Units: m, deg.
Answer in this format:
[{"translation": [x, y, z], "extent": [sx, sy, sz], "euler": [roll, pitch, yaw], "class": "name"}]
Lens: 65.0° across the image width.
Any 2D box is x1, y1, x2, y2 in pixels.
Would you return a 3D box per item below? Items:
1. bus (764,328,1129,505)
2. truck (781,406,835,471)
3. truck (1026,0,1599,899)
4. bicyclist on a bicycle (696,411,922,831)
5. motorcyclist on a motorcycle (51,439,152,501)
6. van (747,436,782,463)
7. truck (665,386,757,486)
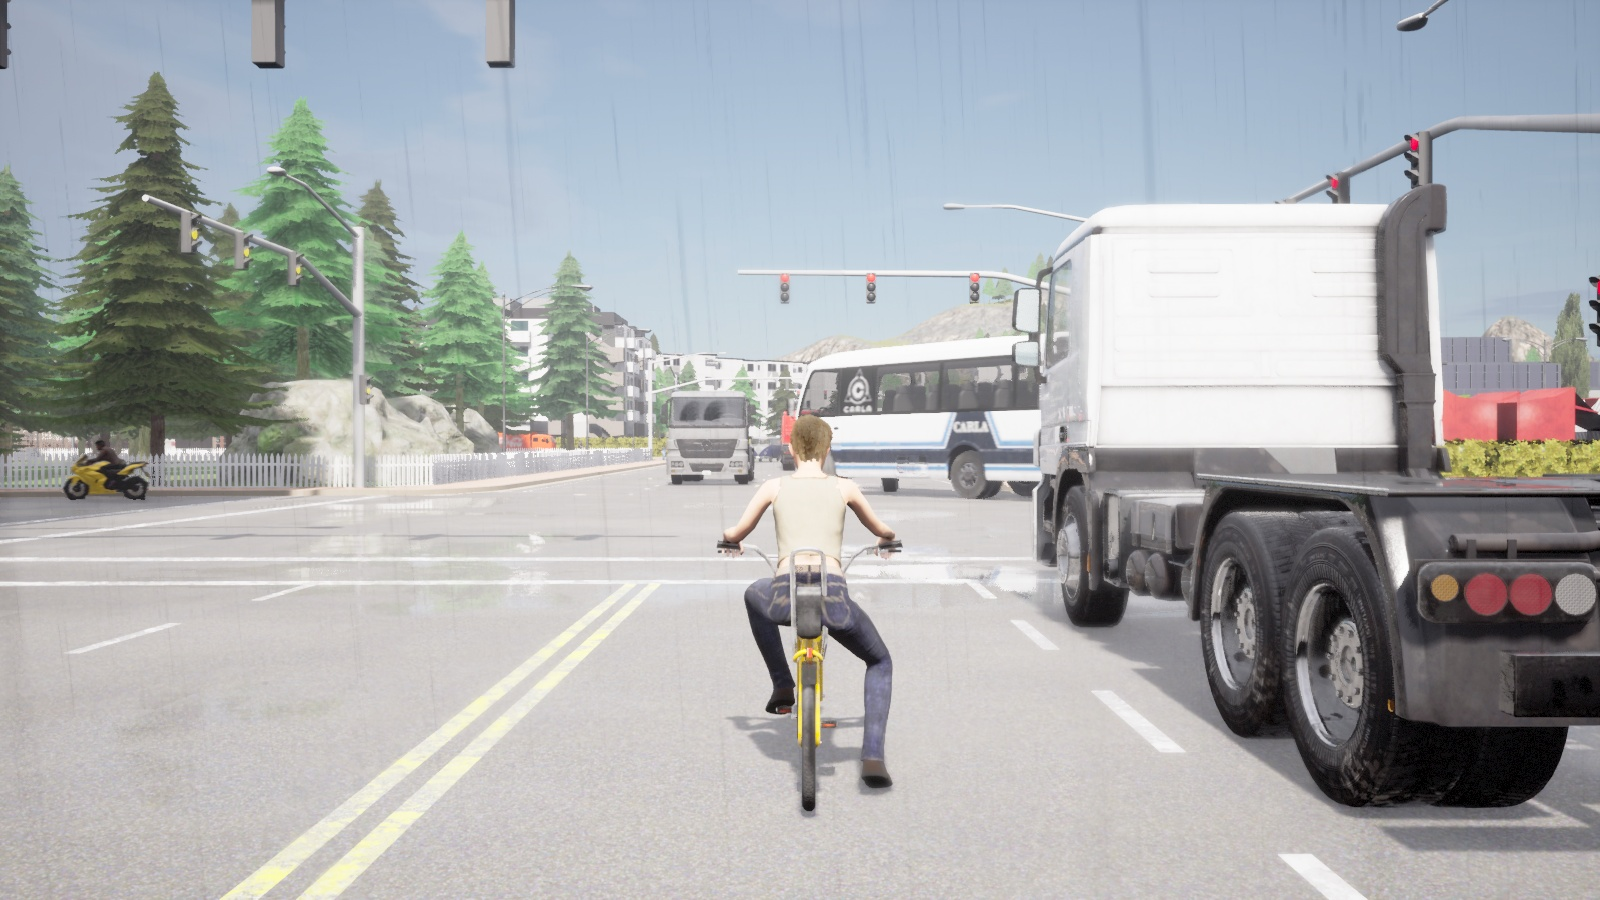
[{"translation": [3.744, -0.839, 35.452], "extent": [3.944, 4.253, 10.273], "euler": [-2, 1, -40], "class": "bus"}, {"translation": [0.372, -0.636, 71.005], "extent": [2.891, 3.462, 7.936], "euler": [0, 0, -1], "class": "truck"}, {"translation": [3.559, -0.277, 7.884], "extent": [2.891, 3.462, 7.936], "euler": [0, 0, 0], "class": "truck"}, {"translation": [0.042, 0.652, 5.576], "extent": [0.866, 1.612, 1.509], "euler": [0, 0, 1], "class": "bicyclist on a bicycle"}, {"translation": [-17.376, 0.483, 31.293], "extent": [2.044, 1.523, 0.797], "euler": [0, 1, -6], "class": "motorcyclist on a motorcycle"}, {"translation": [-2.728, -0.049, 96.815], "extent": [1.775, 1.987, 4.442], "euler": [0, 0, 11], "class": "van"}, {"translation": [-3.224, -0.507, 47.641], "extent": [2.891, 3.462, 7.936], "euler": [0, 0, 0], "class": "truck"}]
